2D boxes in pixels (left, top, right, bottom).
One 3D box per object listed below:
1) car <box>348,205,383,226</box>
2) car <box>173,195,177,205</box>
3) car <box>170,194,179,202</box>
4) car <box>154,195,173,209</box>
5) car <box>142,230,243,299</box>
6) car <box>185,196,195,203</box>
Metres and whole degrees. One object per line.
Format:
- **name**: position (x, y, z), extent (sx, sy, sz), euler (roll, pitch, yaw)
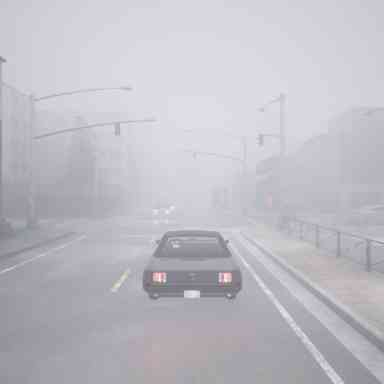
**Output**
- **car**: position (14.107, 1.702, 24.762), extent (4.674, 1.442, 1.812), euler (0, 0, -1)
- **car**: position (-3.951, 1.601, 55.842), extent (1.895, 1.301, 4.718), euler (0, 0, 0)
- **car**: position (-3.960, 1.167, 70.815), extent (2.097, 1.767, 4.553), euler (0, 0, 0)
- **car**: position (-3.886, 1.505, 44.377), extent (1.837, 1.490, 4.892), euler (0, 0, 0)
- **car**: position (0.012, 1.601, 8.367), extent (1.895, 1.301, 4.718), euler (0, 0, 0)
- **car**: position (-0.433, 1.491, 66.649), extent (2.128, 1.511, 4.902), euler (0, 0, 0)
